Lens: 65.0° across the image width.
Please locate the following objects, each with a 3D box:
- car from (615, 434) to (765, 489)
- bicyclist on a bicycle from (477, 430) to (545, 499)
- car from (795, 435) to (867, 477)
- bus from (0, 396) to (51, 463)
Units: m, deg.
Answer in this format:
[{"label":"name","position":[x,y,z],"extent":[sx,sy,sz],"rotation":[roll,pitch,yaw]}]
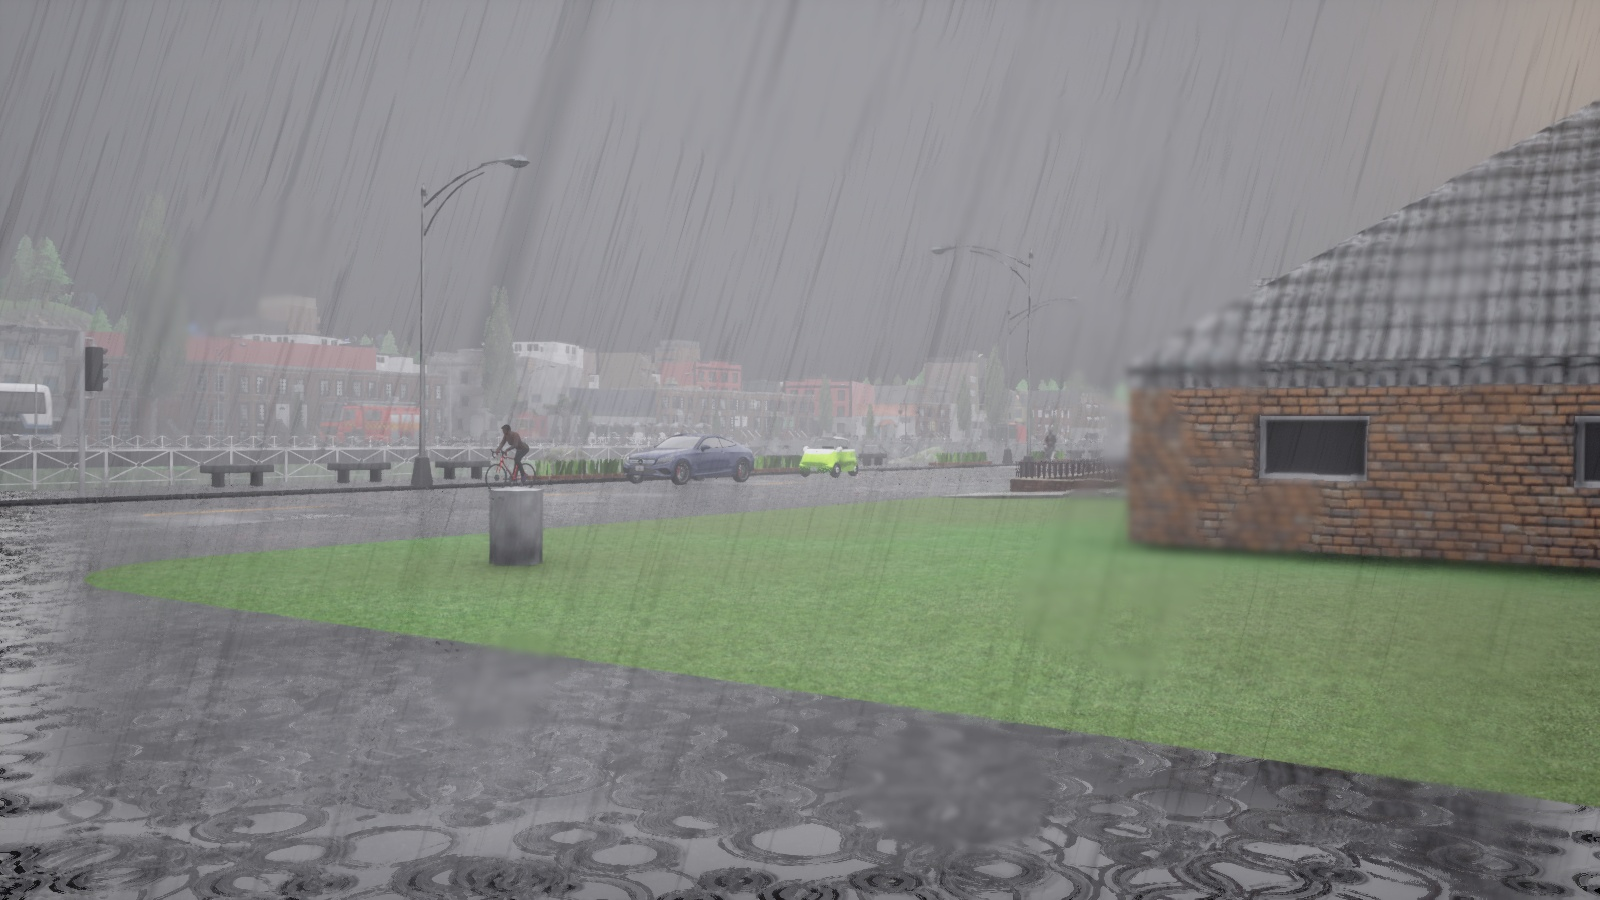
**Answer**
[{"label":"car","position":[-3.120,0.287,36.502],"extent":[1.812,1.442,4.674],"rotation":[0,1,34]},{"label":"bicyclist on a bicycle","position":[-7.035,0.330,30.608],"extent":[0.582,1.620,1.656],"rotation":[0,1,34]},{"label":"car","position":[1.065,0.192,42.806],"extent":[1.481,1.376,2.207],"rotation":[0,1,34]},{"label":"bus","position":[-53.628,-1.240,79.124],"extent":[3.944,4.253,10.273],"rotation":[0,1,34]}]
